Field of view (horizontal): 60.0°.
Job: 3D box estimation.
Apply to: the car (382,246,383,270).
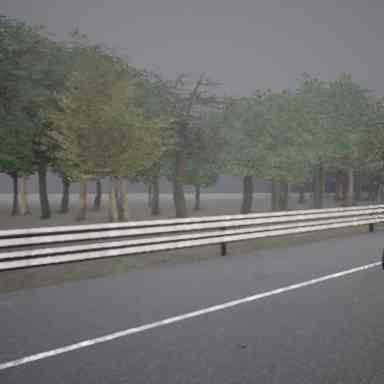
[{"bbox_3d":[7.029,1.254,8.771,4.553,1.767,2.097,-1,0,-35],"label":"car"}]
